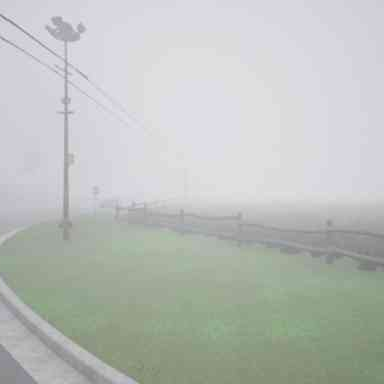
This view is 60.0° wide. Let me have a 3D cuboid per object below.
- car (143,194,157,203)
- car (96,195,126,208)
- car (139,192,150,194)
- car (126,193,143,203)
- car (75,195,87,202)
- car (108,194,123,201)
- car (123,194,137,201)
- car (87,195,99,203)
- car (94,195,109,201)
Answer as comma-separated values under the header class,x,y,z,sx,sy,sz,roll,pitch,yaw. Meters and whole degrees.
class,x,y,z,sx,sy,sz,roll,pitch,yaw
car,-8.421,1.515,68.248,1.895,1.301,4.718,0,0,7
car,-10.905,1.499,45.306,1.994,1.385,4.181,0,0,6
car,-10.917,0.958,77.443,2.150,2.045,5.566,0,0,6
car,-12.086,1.458,67.060,2.033,1.411,5.357,0,0,6
car,-22.458,1.402,68.786,1.812,1.442,4.674,0,0,6
car,-17.876,1.200,78.197,1.882,1.535,5.008,0,0,6
car,-14.399,1.280,77.805,1.994,1.385,4.181,0,0,6
car,-19.042,1.359,67.842,1.882,1.535,5.008,0,0,6
car,-21.351,1.312,78.618,1.895,1.301,4.718,0,0,6
